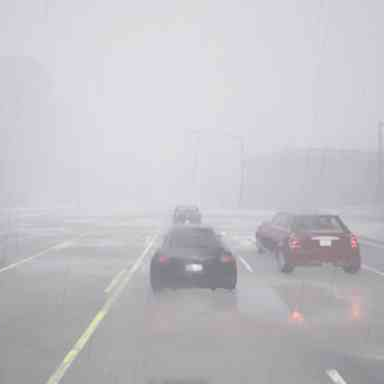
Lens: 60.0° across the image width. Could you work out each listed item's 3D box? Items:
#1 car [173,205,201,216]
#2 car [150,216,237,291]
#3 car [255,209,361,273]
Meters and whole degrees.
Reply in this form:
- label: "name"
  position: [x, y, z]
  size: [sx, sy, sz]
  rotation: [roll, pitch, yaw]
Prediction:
- label: "car"
  position: [-0.411, 1.625, 24.033]
  size: [1.895, 1.301, 4.718]
  rotation: [0, 0, -2]
- label: "car"
  position: [0.010, 1.567, 9.014]
  size: [1.994, 1.385, 4.181]
  rotation: [0, 0, -1]
- label: "car"
  position: [3.480, 1.356, 10.867]
  size: [2.097, 1.767, 4.553]
  rotation: [0, 0, -1]
